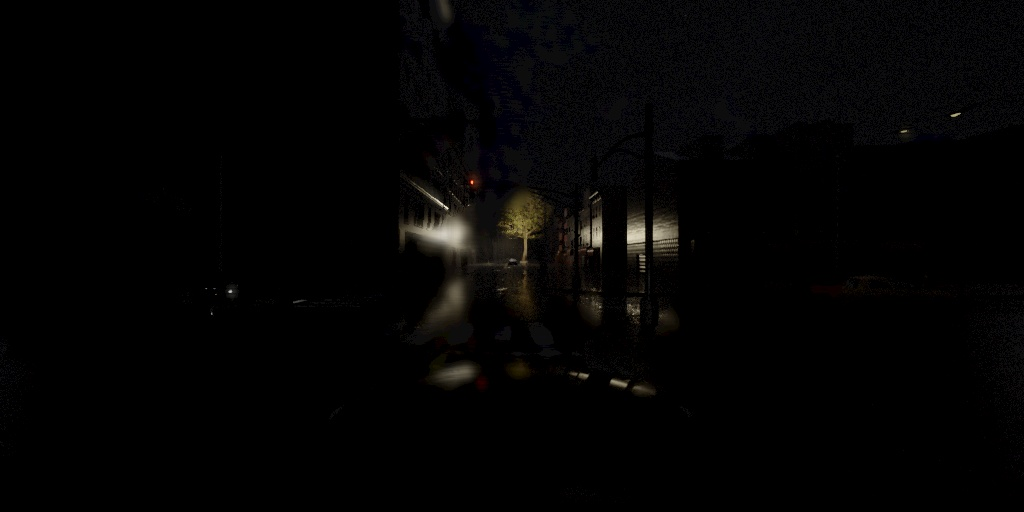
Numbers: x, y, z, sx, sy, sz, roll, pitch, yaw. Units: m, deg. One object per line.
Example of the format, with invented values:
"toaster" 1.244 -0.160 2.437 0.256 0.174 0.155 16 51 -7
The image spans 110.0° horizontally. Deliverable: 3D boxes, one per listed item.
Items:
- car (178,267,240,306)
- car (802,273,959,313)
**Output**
"car" -13.764 1.177 14.499 4.892 1.490 1.837 0 0 0
"car" 13.898 1.346 13.625 4.829 1.417 1.751 0 0 0
